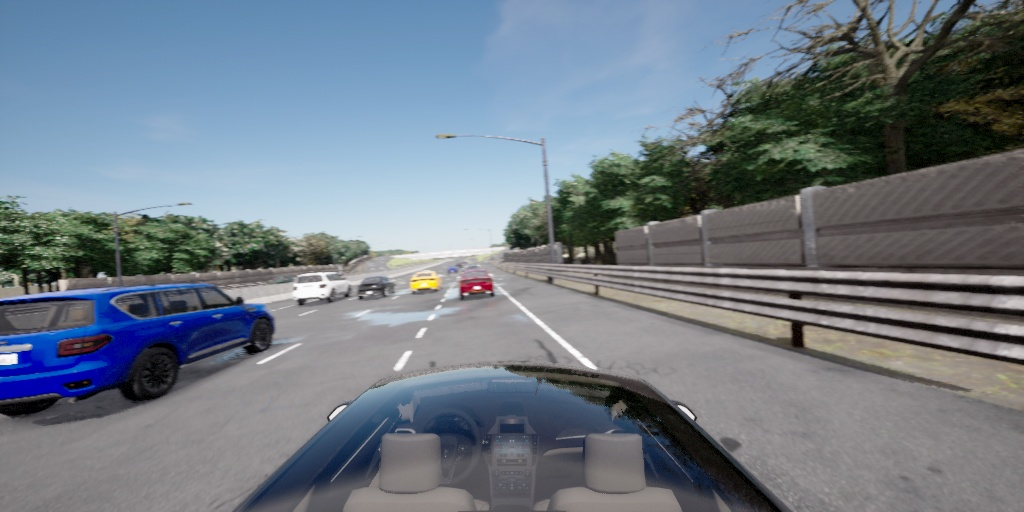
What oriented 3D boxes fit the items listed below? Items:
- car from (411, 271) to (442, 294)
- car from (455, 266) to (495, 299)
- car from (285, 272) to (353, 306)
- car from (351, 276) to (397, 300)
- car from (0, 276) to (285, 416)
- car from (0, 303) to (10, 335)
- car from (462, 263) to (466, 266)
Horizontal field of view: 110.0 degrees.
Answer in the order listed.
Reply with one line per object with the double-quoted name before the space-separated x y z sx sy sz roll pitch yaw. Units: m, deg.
"car" -6.497 1.920 27.504 1.882 1.535 5.008 -5 0 -7
"car" -2.114 1.523 20.990 1.882 1.535 5.008 -5 0 -7
"car" -13.180 2.192 25.268 2.150 2.045 5.566 -5 0 -7
"car" -9.738 2.201 26.074 1.837 1.490 4.892 -5 0 -7
"car" -7.578 1.626 7.793 2.150 2.045 5.566 -5 0 -7
"car" -30.137 3.659 18.560 2.097 1.767 4.553 -5 0 -7
"car" -4.246 1.835 39.252 1.837 1.490 4.892 -5 0 -7
